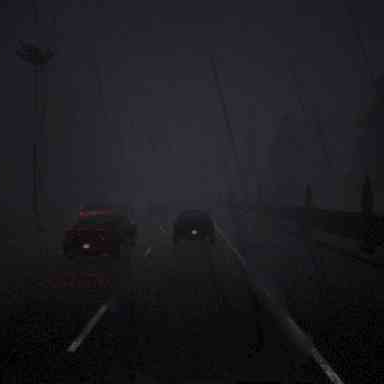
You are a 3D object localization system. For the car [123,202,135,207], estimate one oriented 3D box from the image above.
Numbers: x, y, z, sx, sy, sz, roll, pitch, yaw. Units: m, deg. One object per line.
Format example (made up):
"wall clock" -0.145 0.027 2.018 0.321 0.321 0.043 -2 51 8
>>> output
"car" -7.808 1.880 39.503 1.812 1.442 4.674 0 0 -6

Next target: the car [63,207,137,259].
"car" -3.400 1.597 13.177 1.882 1.535 5.008 0 0 0

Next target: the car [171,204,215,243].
"car" 0.099 1.632 17.137 1.882 1.535 5.008 0 0 0

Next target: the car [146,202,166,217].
"car" -3.793 1.806 34.962 2.128 1.511 4.902 0 0 -4

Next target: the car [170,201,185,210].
"car" -1.901 1.996 48.275 1.994 1.385 4.181 0 -1 -12

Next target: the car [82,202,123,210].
"car" -6.916 1.577 25.021 2.097 1.767 4.553 0 -1 0
